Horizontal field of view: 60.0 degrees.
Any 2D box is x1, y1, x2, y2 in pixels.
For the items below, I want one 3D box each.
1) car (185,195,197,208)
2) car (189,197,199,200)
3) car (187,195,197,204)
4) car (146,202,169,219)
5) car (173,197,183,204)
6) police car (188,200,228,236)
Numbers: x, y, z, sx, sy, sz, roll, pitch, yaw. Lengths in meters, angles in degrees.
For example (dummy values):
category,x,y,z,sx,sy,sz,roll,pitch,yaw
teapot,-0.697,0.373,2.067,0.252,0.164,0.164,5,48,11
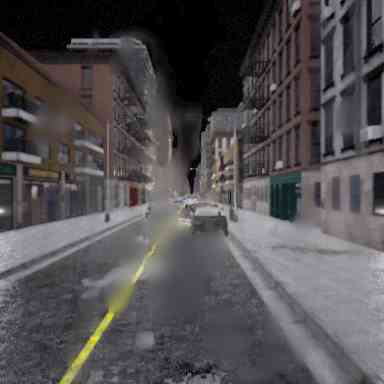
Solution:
category,x,y,z,sx,sy,sz,roll,pitch,yaw
car,0.001,1.446,54.228,2.150,2.045,5.566,0,0,0
car,0.901,1.592,34.631,1.882,1.535,5.008,0,0,0
car,0.002,1.569,69.634,2.097,1.767,4.553,0,0,0
car,-3.086,1.621,30.366,1.812,1.442,4.674,0,0,0
car,-2.997,1.800,71.848,1.882,1.535,5.008,0,0,0
police car,0.901,1.478,18.740,1.930,1.638,5.238,0,0,0
